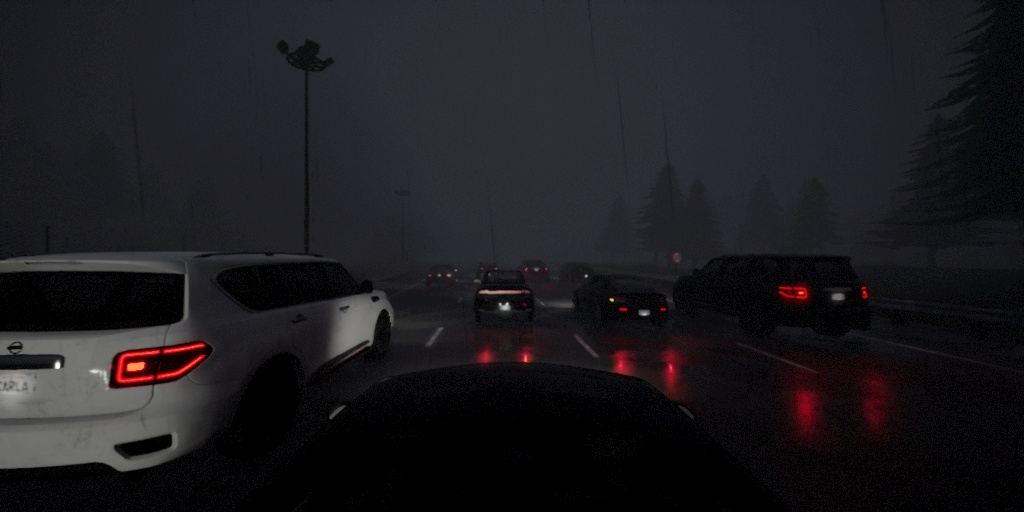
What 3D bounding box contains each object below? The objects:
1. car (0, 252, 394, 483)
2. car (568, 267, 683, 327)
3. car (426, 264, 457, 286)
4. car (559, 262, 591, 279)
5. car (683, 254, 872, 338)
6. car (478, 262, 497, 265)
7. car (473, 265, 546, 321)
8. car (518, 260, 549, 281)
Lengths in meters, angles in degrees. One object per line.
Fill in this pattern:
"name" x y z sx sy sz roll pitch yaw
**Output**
"car" -3.506 0.974 5.163 2.150 2.045 5.566 0 0 -1
"car" 3.250 1.261 11.376 1.812 1.442 4.674 0 0 -2
"car" -4.951 1.281 25.377 2.033 1.411 5.357 0 0 -7
"car" 5.160 1.219 28.783 1.837 1.490 4.892 0 0 -7
"car" 6.815 0.953 10.301 2.150 2.045 5.566 0 0 -3
"car" -2.096 1.216 30.128 2.128 1.511 4.902 0 0 -8
"car" -0.318 1.231 12.444 2.128 1.511 4.902 0 0 -3
"car" 1.572 1.072 29.166 2.097 1.767 4.553 0 0 -8
